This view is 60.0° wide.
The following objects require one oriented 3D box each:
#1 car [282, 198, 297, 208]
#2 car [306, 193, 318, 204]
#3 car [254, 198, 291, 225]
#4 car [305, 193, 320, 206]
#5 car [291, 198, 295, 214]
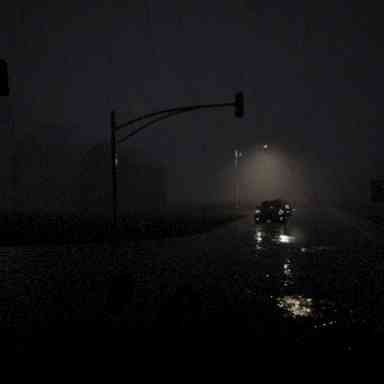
[{"bbox_3d":[14.835,1.605,50.683,1.994,1.385,4.181,-1,0,19],"label":"car"},{"bbox_3d":[22.959,1.163,63.753,2.150,2.045,5.566,-1,0,19],"label":"car"},{"bbox_3d":[5.955,1.410,24.822,2.097,1.767,4.553,-1,0,19],"label":"car"},{"bbox_3d":[19.678,1.306,54.079,2.097,1.767,4.553,-1,0,19],"label":"car"},{"bbox_3d":[8.779,1.407,33.136,2.097,1.767,4.553,-1,0,19],"label":"car"}]
